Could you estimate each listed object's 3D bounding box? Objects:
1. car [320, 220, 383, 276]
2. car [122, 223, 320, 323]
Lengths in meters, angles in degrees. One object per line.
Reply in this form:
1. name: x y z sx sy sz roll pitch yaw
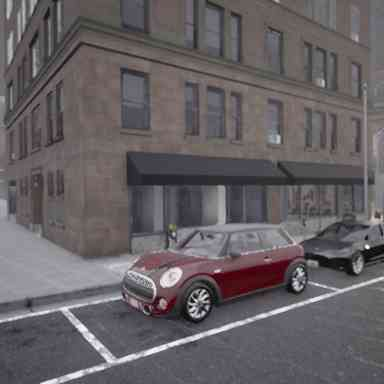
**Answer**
1. car: 5.051 1.570 10.308 4.313 1.339 1.947 0 -1 -36
2. car: 0.581 1.442 7.094 4.097 1.590 1.967 0 -1 -36
